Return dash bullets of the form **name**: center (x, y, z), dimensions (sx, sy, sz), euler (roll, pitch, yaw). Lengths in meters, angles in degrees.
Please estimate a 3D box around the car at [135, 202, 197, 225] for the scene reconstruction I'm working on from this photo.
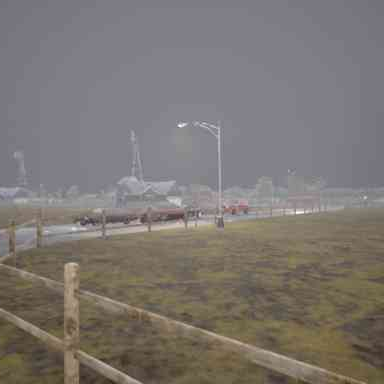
- **car**: center (-1.958, 1.638, 26.619), dimensions (2.097, 1.767, 4.553), euler (-2, -2, 36)

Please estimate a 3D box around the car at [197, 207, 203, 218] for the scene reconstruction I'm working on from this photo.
- **car**: center (-0.680, 2.013, 34.755), dimensions (1.837, 1.490, 4.892), euler (-2, -2, 36)

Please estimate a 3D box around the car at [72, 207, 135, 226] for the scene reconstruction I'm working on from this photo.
- **car**: center (-6.700, 1.884, 26.339), dimensions (2.033, 1.411, 5.357), euler (-2, -2, 36)

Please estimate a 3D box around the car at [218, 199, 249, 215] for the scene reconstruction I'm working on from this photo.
- **car**: center (5.511, 1.912, 43.417), dimensions (2.150, 2.045, 5.566), euler (-2, -2, 36)
